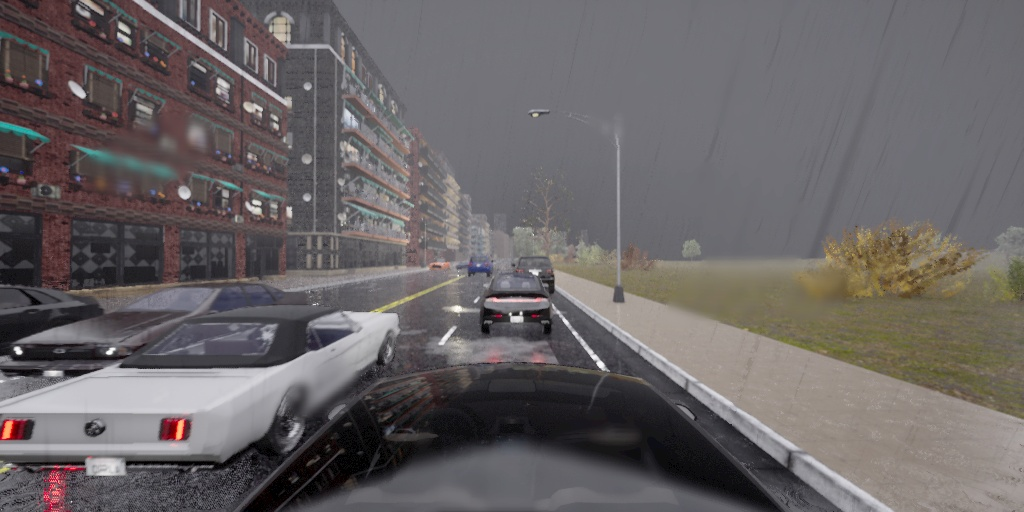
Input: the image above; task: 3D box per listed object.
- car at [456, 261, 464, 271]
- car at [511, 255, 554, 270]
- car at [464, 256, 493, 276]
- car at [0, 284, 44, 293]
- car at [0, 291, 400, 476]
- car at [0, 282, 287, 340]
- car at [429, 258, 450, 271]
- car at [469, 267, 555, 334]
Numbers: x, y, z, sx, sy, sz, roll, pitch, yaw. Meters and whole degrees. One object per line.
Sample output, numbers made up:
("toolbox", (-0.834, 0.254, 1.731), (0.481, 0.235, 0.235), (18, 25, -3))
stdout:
("car", (-6.549, 1.358, 49.819), (1.895, 1.301, 4.718), (0, 0, 0))
("car", (1.159, 0.979, 20.545), (2.150, 2.045, 5.566), (0, 0, 0))
("car", (-3.115, 0.978, 36.014), (2.150, 2.045, 5.566), (0, 0, 0))
("car", (-9.843, 1.256, 5.790), (1.837, 1.490, 4.892), (0, 0, 0))
("car", (-3.144, 1.351, 5.002), (1.895, 1.301, 4.718), (0, 0, 0))
("car", (-6.593, 1.299, 7.815), (2.033, 1.411, 5.357), (0, 0, 0))
("car", (-9.798, 1.109, 48.841), (2.097, 1.767, 4.553), (0, 0, 0))
("car", (0.112, 1.244, 10.676), (2.128, 1.511, 4.902), (0, 0, 0))
